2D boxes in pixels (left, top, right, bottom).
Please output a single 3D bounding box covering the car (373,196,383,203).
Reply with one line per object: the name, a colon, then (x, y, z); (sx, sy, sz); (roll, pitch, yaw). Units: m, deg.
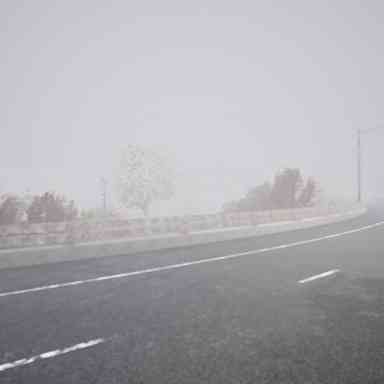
car: (46.062, 1.772, 80.970); (1.882, 1.535, 5.008); (0, 0, 5)
